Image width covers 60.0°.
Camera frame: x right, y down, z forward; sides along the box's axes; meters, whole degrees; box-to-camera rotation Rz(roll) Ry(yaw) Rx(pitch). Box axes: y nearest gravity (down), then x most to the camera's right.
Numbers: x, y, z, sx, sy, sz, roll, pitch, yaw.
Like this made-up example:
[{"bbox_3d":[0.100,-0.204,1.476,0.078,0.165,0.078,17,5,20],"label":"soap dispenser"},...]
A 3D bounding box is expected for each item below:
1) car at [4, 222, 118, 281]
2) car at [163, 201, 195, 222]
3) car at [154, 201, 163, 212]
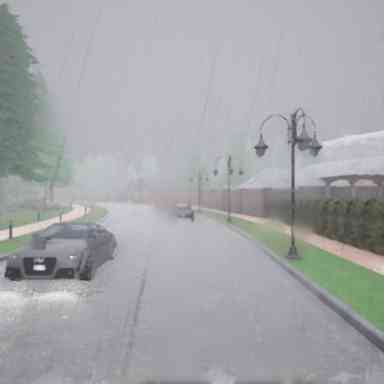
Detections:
[{"bbox_3d":[-3.545,1.588,9.774,1.994,1.385,4.181,0,0,1],"label":"car"},{"bbox_3d":[-0.949,1.556,27.067,2.128,1.511,4.902,0,0,-8],"label":"car"},{"bbox_3d":[-3.389,1.695,39.531,1.895,1.301,4.718,0,0,-14],"label":"car"}]
